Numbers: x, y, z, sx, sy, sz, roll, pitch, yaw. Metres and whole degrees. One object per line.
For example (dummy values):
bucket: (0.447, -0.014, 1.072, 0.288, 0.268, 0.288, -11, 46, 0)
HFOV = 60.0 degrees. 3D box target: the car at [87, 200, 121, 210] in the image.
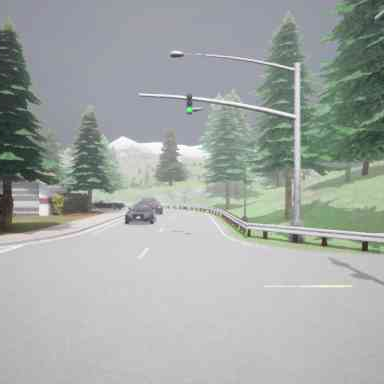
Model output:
car: (-10.955, 1.608, 42.291, 4.718, 1.301, 1.895, 0, 0, 15)

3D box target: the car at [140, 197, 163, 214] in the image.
car: (-4.460, 1.352, 34.486, 2.097, 1.767, 4.553, 0, 0, -19)

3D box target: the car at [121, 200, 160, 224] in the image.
car: (-3.726, 1.564, 24.688, 1.994, 1.385, 4.181, 0, 0, -2)
